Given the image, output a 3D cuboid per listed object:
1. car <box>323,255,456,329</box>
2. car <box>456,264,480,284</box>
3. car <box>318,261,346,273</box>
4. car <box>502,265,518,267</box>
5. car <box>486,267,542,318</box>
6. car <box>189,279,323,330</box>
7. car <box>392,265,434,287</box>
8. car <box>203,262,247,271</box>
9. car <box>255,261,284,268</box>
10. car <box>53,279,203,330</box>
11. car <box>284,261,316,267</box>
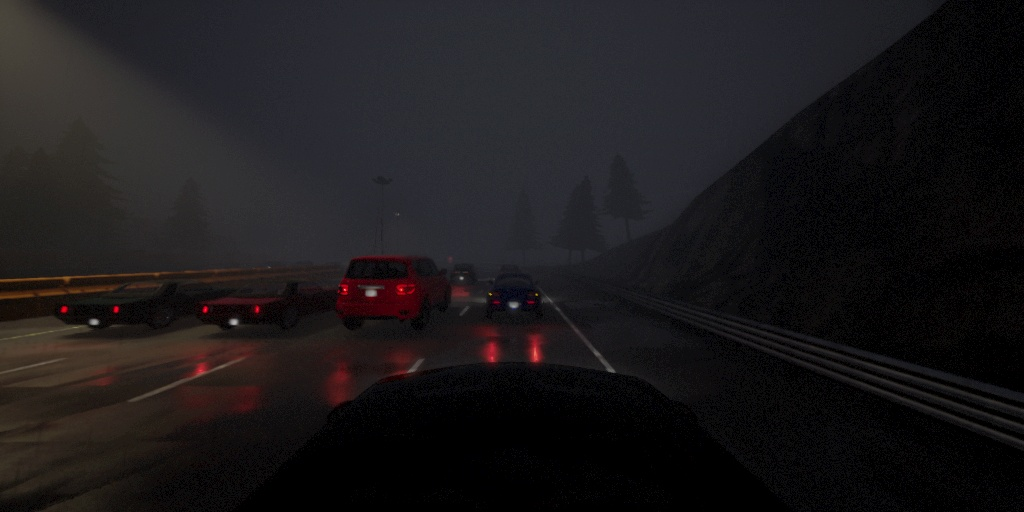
[{"bbox_3d":[-3.436,0.993,11.474,2.150,2.045,5.566,0,0,0],"label":"car"},{"bbox_3d":[-3.642,1.309,27.732,1.837,1.490,4.892,0,0,-2],"label":"car"},{"bbox_3d":[-23.160,1.360,46.358,1.812,1.442,4.674,0,0,-9],"label":"car"},{"bbox_3d":[-0.173,1.370,28.667,1.994,1.385,4.181,0,0,-2],"label":"car"},{"bbox_3d":[0.071,1.299,13.050,1.812,1.442,4.674,0,0,0],"label":"car"},{"bbox_3d":[-6.939,1.368,11.189,1.895,1.301,4.718,0,0,0],"label":"car"},{"bbox_3d":[-7.082,1.399,26.200,1.895,1.301,4.718,0,0,-1],"label":"car"},{"bbox_3d":[-32.980,1.369,41.379,2.033,1.411,5.357,0,0,-7],"label":"car"},{"bbox_3d":[-29.968,1.336,44.668,1.837,1.490,4.892,0,-1,-9],"label":"car"},{"bbox_3d":[-10.440,1.368,11.189,1.895,1.301,4.718,0,0,0],"label":"car"},{"bbox_3d":[-26.590,1.339,45.650,1.837,1.490,4.892,0,-1,-9],"label":"car"}]
